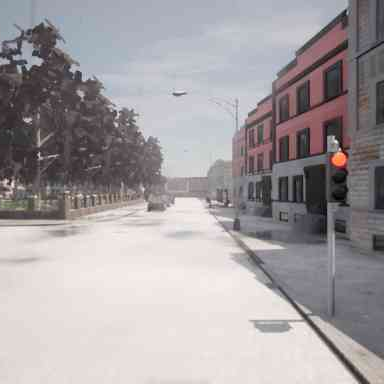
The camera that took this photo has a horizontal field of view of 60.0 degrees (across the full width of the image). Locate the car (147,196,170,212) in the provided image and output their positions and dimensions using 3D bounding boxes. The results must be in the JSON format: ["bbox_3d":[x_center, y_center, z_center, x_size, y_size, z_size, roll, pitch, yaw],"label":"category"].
[{"bbox_3d":[-4.087,1.473,39.363,1.882,1.535,5.008,0,0,0],"label":"car"}]

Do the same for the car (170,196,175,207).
[{"bbox_3d":[-4.083,1.541,49.263,2.033,1.411,5.357,0,0,0],"label":"car"}]

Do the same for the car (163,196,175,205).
[{"bbox_3d":[-4.050,1.498,59.662,1.837,1.490,4.892,0,0,0],"label":"car"}]
